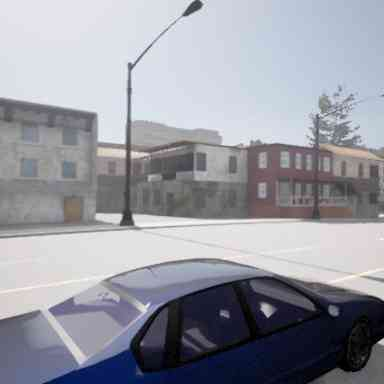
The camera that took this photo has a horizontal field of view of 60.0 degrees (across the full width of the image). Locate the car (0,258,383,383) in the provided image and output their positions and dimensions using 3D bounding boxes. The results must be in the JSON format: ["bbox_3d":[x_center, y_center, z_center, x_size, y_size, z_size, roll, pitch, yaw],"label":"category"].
[{"bbox_3d":[0.226,1.548,3.907,5.357,1.411,2.033,0,0,-35],"label":"car"}]
